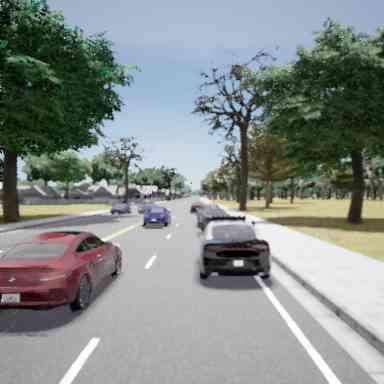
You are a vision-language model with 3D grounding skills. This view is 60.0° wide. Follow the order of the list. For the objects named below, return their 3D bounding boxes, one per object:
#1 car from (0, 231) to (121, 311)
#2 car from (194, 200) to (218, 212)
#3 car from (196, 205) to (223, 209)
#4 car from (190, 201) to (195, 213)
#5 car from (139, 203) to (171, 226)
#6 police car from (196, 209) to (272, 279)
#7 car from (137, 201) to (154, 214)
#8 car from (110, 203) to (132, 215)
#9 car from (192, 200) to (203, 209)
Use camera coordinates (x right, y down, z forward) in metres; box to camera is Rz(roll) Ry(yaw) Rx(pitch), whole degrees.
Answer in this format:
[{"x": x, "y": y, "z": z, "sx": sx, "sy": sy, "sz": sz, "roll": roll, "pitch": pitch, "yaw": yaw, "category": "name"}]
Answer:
[{"x": -2.999, "y": 1.643, "z": 7.890, "sx": 1.812, "sy": 1.442, "sz": 4.674, "roll": 0, "pitch": -1, "yaw": 1, "category": "car"}, {"x": 1.419, "y": 1.690, "z": 26.513, "sx": 2.097, "sy": 1.767, "sz": 4.553, "roll": 0, "pitch": -1, "yaw": 1, "category": "car"}, {"x": 1.326, "y": 1.765, "z": 20.542, "sx": 1.837, "sy": 1.490, "sz": 4.892, "roll": 0, "pitch": -1, "yaw": 1, "category": "car"}, {"x": 0.753, "y": 2.084, "z": 45.656, "sx": 1.882, "sy": 1.535, "sz": 5.008, "roll": 0, "pitch": -1, "yaw": 1, "category": "car"}, {"x": -2.707, "y": 1.882, "z": 26.274, "sx": 1.812, "sy": 1.442, "sz": 4.674, "roll": 0, "pitch": -1, "yaw": 1, "category": "car"}, {"x": 1.168, "y": 1.557, "z": 10.655, "sx": 1.930, "sy": 1.638, "sz": 5.238, "roll": 0, "pitch": -1, "yaw": 1, "category": "police car"}, {"x": -5.870, "y": 1.970, "z": 44.129, "sx": 2.097, "sy": 1.767, "sz": 4.553, "roll": 0, "pitch": -1, "yaw": 1, "category": "car"}, {"x": -9.139, "y": 2.168, "z": 43.135, "sx": 2.033, "sy": 1.411, "sz": 5.357, "roll": 0, "pitch": -1, "yaw": 1, "category": "car"}, {"x": 1.045, "y": 2.341, "z": 64.159, "sx": 1.882, "sy": 1.535, "sz": 5.008, "roll": 0, "pitch": -1, "yaw": 1, "category": "car"}]
